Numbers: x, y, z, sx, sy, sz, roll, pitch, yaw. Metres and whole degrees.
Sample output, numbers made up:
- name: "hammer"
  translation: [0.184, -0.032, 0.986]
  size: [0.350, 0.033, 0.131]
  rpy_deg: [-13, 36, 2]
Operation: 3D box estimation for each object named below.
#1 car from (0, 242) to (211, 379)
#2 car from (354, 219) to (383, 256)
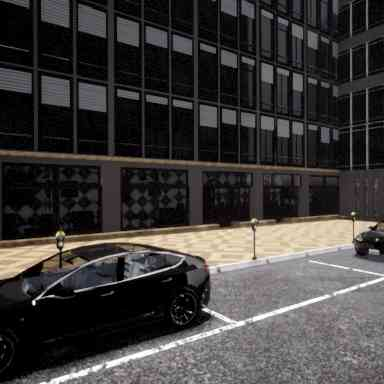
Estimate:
- name: "car"
  translation: [-1.647, 1.566, 5.384]
  size: [4.313, 1.339, 1.947]
  rpy_deg: [0, 0, -35]
- name: "car"
  translation: [7.643, 1.564, 11.980]
  size: [4.313, 1.339, 1.947]
  rpy_deg: [0, 0, -35]
